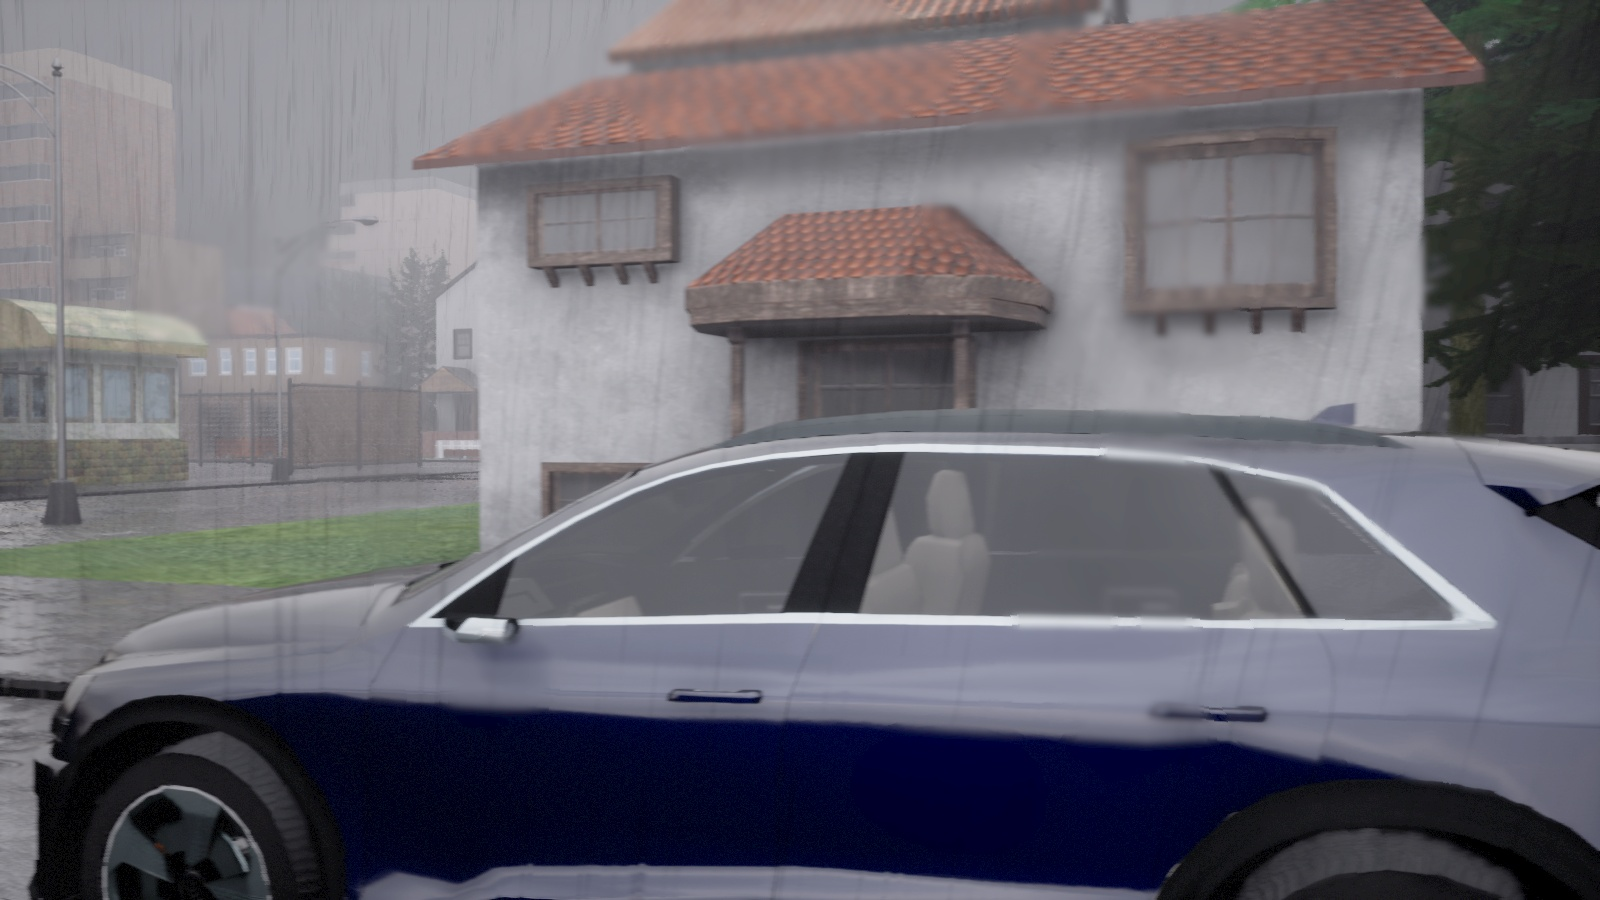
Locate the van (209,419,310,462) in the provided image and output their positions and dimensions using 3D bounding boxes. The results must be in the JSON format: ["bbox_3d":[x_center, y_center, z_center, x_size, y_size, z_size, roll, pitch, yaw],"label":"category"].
[{"bbox_3d":[-25.961,-0.484,60.312,4.442,1.987,1.775,1,1,20],"label":"van"}]

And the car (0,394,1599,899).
[{"bbox_3d":[0.044,0.697,3.714,4.856,1.649,2.033,1,1,18],"label":"car"}]
